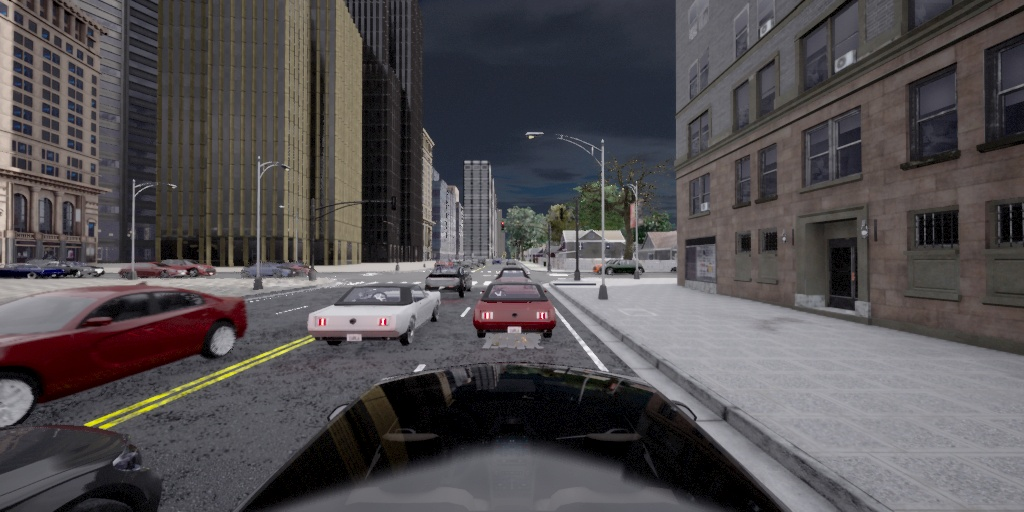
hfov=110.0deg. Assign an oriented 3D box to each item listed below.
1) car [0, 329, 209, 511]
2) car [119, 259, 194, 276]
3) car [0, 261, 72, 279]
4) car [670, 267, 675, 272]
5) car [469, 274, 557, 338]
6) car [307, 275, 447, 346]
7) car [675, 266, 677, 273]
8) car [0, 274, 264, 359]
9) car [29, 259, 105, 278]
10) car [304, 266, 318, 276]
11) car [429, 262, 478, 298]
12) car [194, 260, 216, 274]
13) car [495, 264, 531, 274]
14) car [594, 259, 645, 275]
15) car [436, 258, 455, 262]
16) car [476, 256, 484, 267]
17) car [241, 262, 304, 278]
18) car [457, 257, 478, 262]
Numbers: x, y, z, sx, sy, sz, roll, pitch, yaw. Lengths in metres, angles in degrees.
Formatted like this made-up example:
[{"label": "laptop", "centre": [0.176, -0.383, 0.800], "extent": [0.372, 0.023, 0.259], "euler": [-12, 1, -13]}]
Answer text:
[{"label": "car", "centre": [-3.143, 1.275, 0.286], "extent": [1.812, 1.442, 4.674], "euler": [0, 0, 0]}, {"label": "car", "centre": [-30.451, 1.233, 30.495], "extent": [4.674, 1.442, 1.812], "euler": [0, -1, -4]}, {"label": "car", "centre": [-40.354, 1.306, 29.653], "extent": [4.718, 1.301, 1.895], "euler": [0, -1, -6]}, {"label": "car", "centre": [21.135, 1.353, 41.158], "extent": [5.357, 1.411, 2.033], "euler": [0, -1, 0]}, {"label": "car", "centre": [0.061, 1.351, 10.147], "extent": [1.895, 1.301, 4.718], "euler": [0, 0, 0]}, {"label": "car", "centre": [-3.173, 1.352, 9.428], "extent": [1.895, 1.301, 4.718], "euler": [0, 0, 0]}, {"label": "car", "centre": [20.476, 1.264, 37.910], "extent": [4.902, 1.511, 2.128], "euler": [0, -1, 0]}, {"label": "car", "centre": [-6.588, 1.228, 5.579], "extent": [1.882, 1.535, 5.008], "euler": [0, 0, 0]}, {"label": "car", "centre": [-40.551, 1.229, 32.890], "extent": [4.902, 1.511, 2.128], "euler": [0, -1, -6]}, {"label": "car", "centre": [-21.007, 1.305, 34.355], "extent": [4.181, 1.385, 1.994], "euler": [0, -1, -5]}, {"label": "car", "centre": [-3.192, 1.243, 18.682], "extent": [2.128, 1.511, 4.902], "euler": [0, 0, 0]}, {"label": "car", "centre": [-30.674, 1.093, 33.734], "extent": [4.553, 1.767, 2.097], "euler": [0, -1, -4]}, {"label": "car", "centre": [0.055, 1.316, 18.904], "extent": [1.994, 1.385, 4.181], "euler": [0, 0, 0]}, {"label": "car", "centre": [11.519, 1.124, 37.947], "extent": [4.553, 1.767, 2.097], "euler": [0, -1, 0]}, {"label": "car", "centre": [-9.968, 1.105, 52.593], "extent": [2.097, 1.767, 4.553], "euler": [0, 0, 0]}, {"label": "car", "centre": [-6.715, 1.258, 64.556], "extent": [1.837, 1.490, 4.892], "euler": [0, 0, 0]}, {"label": "car", "centre": [-20.840, 1.271, 30.960], "extent": [4.181, 1.385, 1.994], "euler": [0, -1, 0]}, {"label": "car", "centre": [-6.718, 1.258, 54.417], "extent": [1.837, 1.490, 4.892], "euler": [0, 0, 0]}]
